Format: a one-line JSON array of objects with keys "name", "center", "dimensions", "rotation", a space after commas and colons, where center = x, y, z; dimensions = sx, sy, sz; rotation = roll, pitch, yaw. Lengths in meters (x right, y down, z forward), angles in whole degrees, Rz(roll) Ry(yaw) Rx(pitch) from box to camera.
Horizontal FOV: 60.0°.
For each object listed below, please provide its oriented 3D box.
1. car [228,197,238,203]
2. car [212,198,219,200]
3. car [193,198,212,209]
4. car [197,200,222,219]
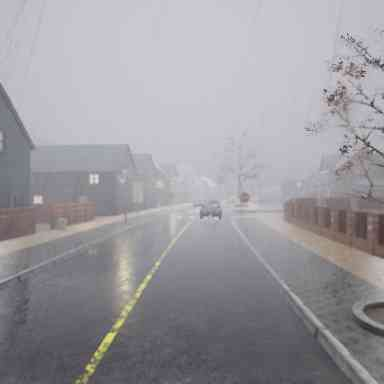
[{"name": "car", "center": [9.397, 1.830, 76.718], "dimensions": [1.882, 1.535, 5.008], "rotation": [0, 0, 13]}, {"name": "car", "center": [4.610, 1.903, 67.928], "dimensions": [1.895, 1.301, 4.718], "rotation": [0, 0, 12]}, {"name": "car", "center": [1.335, 1.769, 50.069], "dimensions": [2.033, 1.411, 5.357], "rotation": [0, 0, 9]}, {"name": "car", "center": [1.839, 1.742, 30.926], "dimensions": [1.895, 1.301, 4.718], "rotation": [0, 0, 6]}]
